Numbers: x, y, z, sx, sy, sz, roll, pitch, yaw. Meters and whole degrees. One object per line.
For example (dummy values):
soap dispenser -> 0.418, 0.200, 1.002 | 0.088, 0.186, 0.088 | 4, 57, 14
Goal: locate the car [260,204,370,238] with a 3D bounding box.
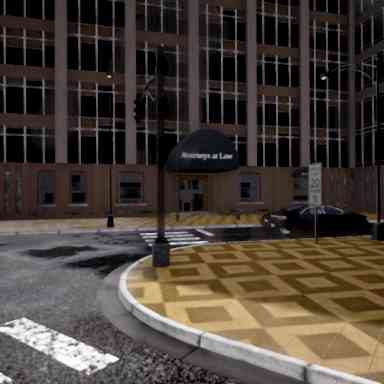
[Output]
car -> 6.075, 1.308, 15.896 | 4.902, 1.511, 2.128 | 0, 0, -14

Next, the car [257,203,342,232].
car -> 6.015, 1.388, 18.818 | 4.181, 1.385, 1.994 | 0, 0, -14
